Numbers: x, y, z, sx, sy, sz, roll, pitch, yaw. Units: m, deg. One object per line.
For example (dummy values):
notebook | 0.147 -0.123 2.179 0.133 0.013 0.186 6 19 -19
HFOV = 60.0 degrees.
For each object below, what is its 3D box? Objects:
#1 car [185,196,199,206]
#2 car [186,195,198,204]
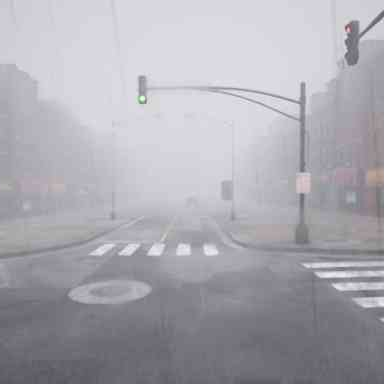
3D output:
car | -0.007 1.368 50.694 1.837 1.490 4.892 0 0 0
car | -0.008 1.361 61.116 2.033 1.411 5.357 0 0 0
